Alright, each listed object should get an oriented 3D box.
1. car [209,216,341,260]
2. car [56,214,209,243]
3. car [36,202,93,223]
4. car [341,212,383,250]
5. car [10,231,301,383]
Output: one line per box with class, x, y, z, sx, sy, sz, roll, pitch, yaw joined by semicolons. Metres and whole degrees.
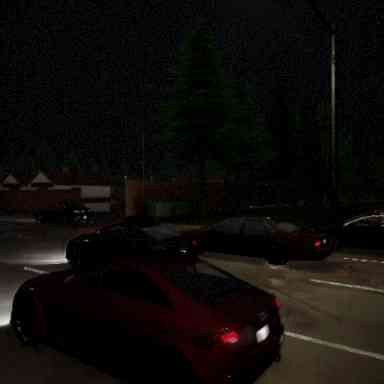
car;1.965;1.547;11.506;5.357;1.411;2.033;0;0;35
car;-1.861;1.562;9.921;4.181;1.385;1.994;0;0;35
car;-9.122;1.487;23.613;4.902;1.511;2.128;0;0;35
car;6.884;1.491;12.320;4.902;1.511;2.128;0;0;35
car;-0.830;1.563;4.912;4.181;1.385;1.994;0;0;35
